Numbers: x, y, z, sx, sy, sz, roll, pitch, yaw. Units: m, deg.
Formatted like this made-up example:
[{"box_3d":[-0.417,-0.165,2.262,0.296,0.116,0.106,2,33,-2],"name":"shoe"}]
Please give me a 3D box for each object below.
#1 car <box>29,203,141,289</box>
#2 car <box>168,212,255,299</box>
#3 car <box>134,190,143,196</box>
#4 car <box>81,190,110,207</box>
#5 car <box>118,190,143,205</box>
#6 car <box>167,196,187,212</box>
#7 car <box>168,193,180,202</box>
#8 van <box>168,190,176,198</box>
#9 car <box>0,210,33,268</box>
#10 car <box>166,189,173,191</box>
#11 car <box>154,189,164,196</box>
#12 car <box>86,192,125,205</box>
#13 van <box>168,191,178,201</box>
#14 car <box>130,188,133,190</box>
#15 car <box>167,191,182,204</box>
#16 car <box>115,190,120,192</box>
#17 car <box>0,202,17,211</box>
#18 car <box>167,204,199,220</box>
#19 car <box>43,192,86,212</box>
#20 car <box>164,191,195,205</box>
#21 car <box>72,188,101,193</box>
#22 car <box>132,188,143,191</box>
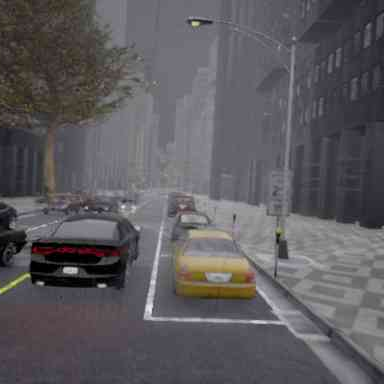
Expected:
[{"box_3d":[-2.459,1.303,8.743,1.882,1.535,5.008,3,0,-4],"name":"car"},{"box_3d":[0.325,1.513,8.448,1.752,1.417,4.829,3,0,-4],"name":"car"},{"box_3d":[-13.646,0.181,84.469,1.752,1.417,4.829,3,0,-4],"name":"car"},{"box_3d":[-10.113,0.634,35.149,1.967,1.590,4.097,3,0,-4],"name":"car"},{"box_3d":[-7.908,0.823,42.912,2.033,1.411,5.357,3,0,-4],"name":"car"},{"box_3d":[-1.631,1.250,35.769,1.947,1.339,4.313,3,0,-4],"name":"car"},{"box_3d":[-3.204,0.988,57.762,1.887,1.381,4.507,3,0,-4],"name":"car"},{"box_3d":[-5.159,0.486,85.252,1.690,1.788,3.998,3,0,-4],"name":"van"},{"box_3d":[-5.454,1.261,7.145,1.895,1.301,4.718,3,0,-4],"name":"car"},{"box_3d":[-2.011,0.939,41.266,2.192,1.841,5.009,3,0,-4],"name":"car"},{"box_3d":[-8.002,0.371,86.313,1.994,1.385,4.181,3,0,-4],"name":"car"},{"box_3d":[-6.760,1.003,25.501,2.033,1.411,5.357,3,0,-4],"name":"car"},{"box_3d":[-3.585,0.725,63.259,1.690,1.788,3.998,3,0,-4],"name":"van"},{"box_3d":[-11.679,0.480,56.975,1.752,1.417,4.829,3,0,-4],"name":"car"},{"box_3d":[-2.797,0.819,52.262,2.192,1.841,5.009,3,0,-4],"name":"car"},{"box_3d":[-11.293,0.453,51.645,1.967,1.590,4.097,3,0,-4],"name":"car"},{"box_3d":[-8.546,1.004,13.155,1.947,1.339,4.313,3,0,-4],"name":"car"},{"box_3d":[-0.057,1.479,13.777,2.008,1.369,4.403,3,0,-4],"name":"car"},{"box_3d":[-9.334,0.897,24.153,1.802,1.307,4.206,3,0,-4],"name":"car"},{"box_3d":[-0.831,1.121,24.771,2.192,1.841,5.009,3,0,-4],"name":"car"},{"box_3d":[-9.712,0.569,29.650,2.192,1.841,5.009,3,0,-4],"name":"car"},{"box_3d":[-12.860,0.089,73.640,2.192,1.841,5.009,3,0,-4],"name":"car"}]
